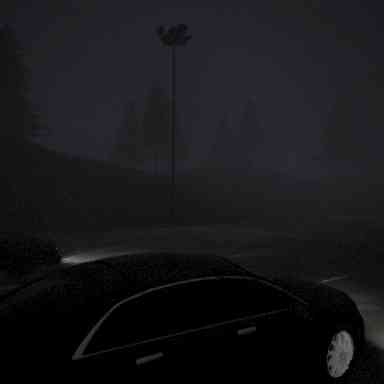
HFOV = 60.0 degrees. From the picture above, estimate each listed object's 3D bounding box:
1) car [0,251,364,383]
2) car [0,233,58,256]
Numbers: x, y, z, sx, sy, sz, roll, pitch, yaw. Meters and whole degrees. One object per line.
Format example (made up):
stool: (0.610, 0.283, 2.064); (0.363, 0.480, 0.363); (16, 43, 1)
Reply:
car: (-0.024, 1.465, 3.730); (4.892, 1.490, 1.837); (0, 1, -34)
car: (-6.117, 1.416, 8.073); (5.357, 1.411, 2.033); (0, 1, -34)
